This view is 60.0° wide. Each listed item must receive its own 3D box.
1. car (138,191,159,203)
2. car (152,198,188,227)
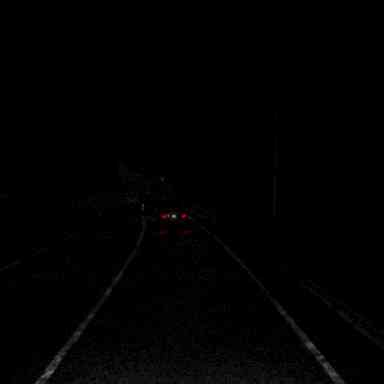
[{"bbox_3d":[-5.164,0.574,39.213,1.882,1.535,5.008,-1,4,-16],"label":"car"},{"bbox_3d":[-1.365,1.405,21.576,2.033,1.411,5.357,-1,1,-8],"label":"car"}]
